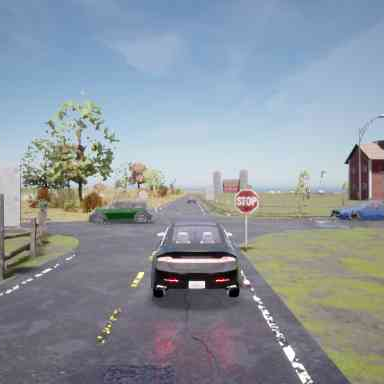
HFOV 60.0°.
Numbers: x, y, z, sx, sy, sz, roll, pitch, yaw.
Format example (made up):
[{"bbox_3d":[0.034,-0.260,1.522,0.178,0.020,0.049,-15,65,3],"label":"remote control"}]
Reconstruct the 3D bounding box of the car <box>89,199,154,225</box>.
[{"bbox_3d":[-5.080,1.388,24.211,4.553,1.767,2.097,-1,0,0],"label":"car"}]

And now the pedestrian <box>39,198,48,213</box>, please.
[{"bbox_3d":[-12.207,1.413,27.278,0.375,1.860,0.375,0,1,0],"label":"pedestrian"}]

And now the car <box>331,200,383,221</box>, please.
[{"bbox_3d":[13.040,1.326,24.131,5.357,1.411,2.033,-1,0,1],"label":"car"}]

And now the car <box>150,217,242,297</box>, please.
[{"bbox_3d":[0.084,1.490,8.532,2.128,1.511,4.902,0,0,0],"label":"car"}]

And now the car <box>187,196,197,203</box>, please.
[{"bbox_3d":[-0.020,1.543,66.857,2.033,1.411,5.357,0,0,0],"label":"car"}]
